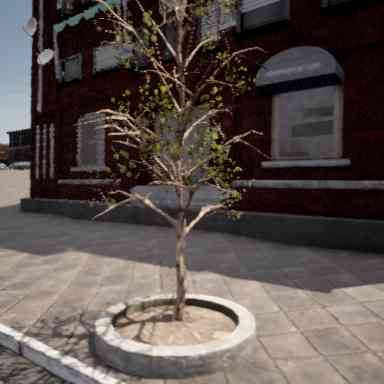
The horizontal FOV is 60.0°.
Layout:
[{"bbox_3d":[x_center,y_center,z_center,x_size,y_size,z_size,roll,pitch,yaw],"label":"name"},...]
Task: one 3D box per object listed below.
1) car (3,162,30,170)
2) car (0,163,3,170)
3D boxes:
[{"bbox_3d":[-23.953,-3.537,47.415,4.892,1.521,2.231,1,1,27],"label":"car"},{"bbox_3d":[-28.785,-3.619,49.872,4.674,1.452,2.002,1,1,28],"label":"car"}]
